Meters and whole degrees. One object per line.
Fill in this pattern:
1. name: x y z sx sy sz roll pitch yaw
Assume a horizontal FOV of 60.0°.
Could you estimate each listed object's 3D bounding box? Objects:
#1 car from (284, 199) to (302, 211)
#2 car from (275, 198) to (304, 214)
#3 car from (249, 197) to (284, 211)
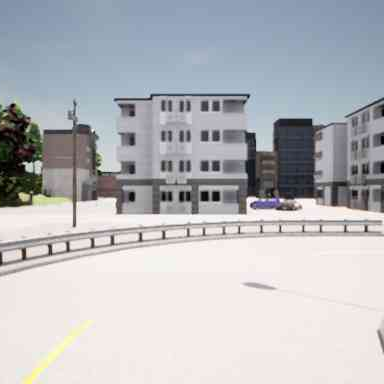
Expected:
1. car: 11.179 1.384 37.862 1.853 1.218 4.536 0 0 30
2. car: 11.205 1.541 37.908 2.038 1.542 4.974 0 0 30
3. car: 8.408 1.296 38.255 3.633 1.501 1.845 0 0 11
